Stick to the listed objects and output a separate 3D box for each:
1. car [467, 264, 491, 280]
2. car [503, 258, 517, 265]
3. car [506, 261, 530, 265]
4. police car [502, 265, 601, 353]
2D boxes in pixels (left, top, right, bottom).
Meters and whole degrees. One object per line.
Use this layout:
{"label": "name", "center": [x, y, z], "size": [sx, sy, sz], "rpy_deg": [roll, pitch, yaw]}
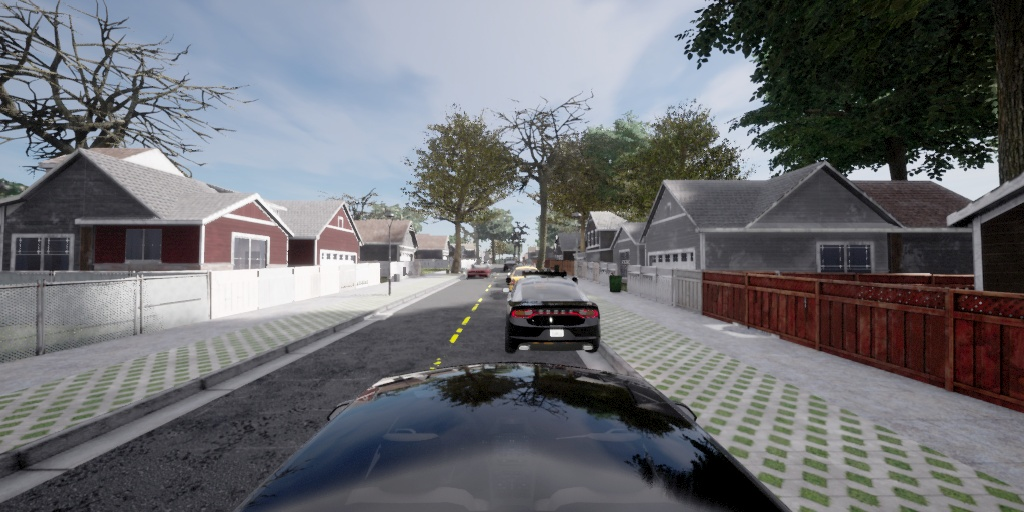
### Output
{"label": "car", "center": [-2.908, 1.395, 31.972], "size": [1.895, 1.301, 4.718], "rpy_deg": [0, 0, 0]}
{"label": "car", "center": [-0.201, 1.343, 49.559], "size": [1.882, 1.535, 5.008], "rpy_deg": [0, 0, 0]}
{"label": "car", "center": [0.737, 1.221, 19.098], "size": [1.801, 1.575, 5.366], "rpy_deg": [0, 0, 0]}
{"label": "police car", "center": [0.791, 1.181, 9.011], "size": [1.930, 1.638, 5.238], "rpy_deg": [0, 0, 0]}
